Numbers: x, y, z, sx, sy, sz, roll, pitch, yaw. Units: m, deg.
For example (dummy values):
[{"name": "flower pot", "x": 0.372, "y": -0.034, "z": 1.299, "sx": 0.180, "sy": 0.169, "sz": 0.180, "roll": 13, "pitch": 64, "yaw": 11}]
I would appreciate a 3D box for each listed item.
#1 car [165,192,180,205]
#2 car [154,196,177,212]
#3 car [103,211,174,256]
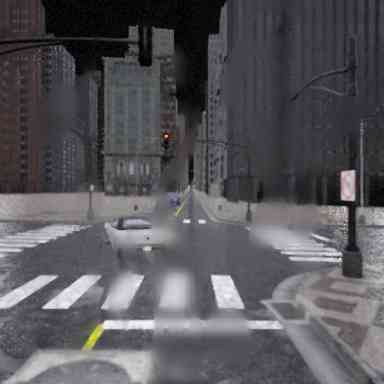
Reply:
[{"name": "car", "x": -3.089, "y": 1.084, "z": 54.184, "sx": 2.150, "sy": 2.045, "sz": 5.566, "roll": 0, "pitch": 0, "yaw": 0}, {"name": "car", "x": -3.112, "y": 1.450, "z": 37.902, "sx": 2.033, "sy": 1.411, "sz": 5.357, "roll": 0, "pitch": 0, "yaw": 0}, {"name": "car", "x": -2.295, "y": 1.567, "z": 13.042, "sx": 1.895, "sy": 1.301, "sz": 4.718, "roll": 0, "pitch": 0, "yaw": -22}]
